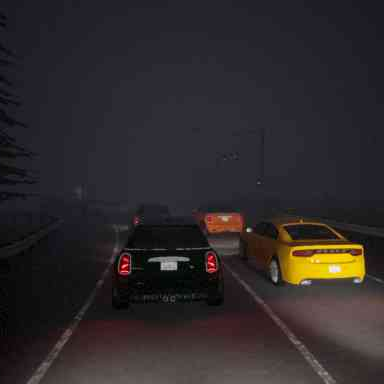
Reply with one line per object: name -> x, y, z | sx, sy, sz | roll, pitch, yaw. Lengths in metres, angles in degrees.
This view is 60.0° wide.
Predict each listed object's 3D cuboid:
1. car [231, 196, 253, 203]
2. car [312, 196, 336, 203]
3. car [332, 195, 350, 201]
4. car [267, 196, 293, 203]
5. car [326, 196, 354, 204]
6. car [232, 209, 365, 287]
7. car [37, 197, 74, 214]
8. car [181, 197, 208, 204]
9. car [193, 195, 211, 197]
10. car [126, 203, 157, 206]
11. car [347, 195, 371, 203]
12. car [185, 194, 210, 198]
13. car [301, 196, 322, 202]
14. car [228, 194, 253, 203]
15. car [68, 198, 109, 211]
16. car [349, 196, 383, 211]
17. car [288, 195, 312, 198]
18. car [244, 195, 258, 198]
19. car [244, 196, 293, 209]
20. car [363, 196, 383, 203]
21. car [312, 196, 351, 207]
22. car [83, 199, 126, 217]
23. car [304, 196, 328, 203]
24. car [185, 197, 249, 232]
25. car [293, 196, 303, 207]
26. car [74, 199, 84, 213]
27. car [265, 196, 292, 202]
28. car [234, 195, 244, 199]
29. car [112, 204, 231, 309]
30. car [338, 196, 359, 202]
car -> 10.562, 1.553, 70.436 | 4.181, 1.385, 1.994 | 0, 0, -19
car -> 27.321, 1.524, 68.797 | 4.674, 1.442, 1.812 | 0, 0, -19
car -> 36.278, 1.552, 80.888 | 4.181, 1.385, 1.994 | 0, 0, -29
car -> 18.350, 1.525, 69.396 | 4.902, 1.511, 2.128 | 0, 0, -19
car -> 29.284, 1.525, 65.787 | 4.902, 1.511, 2.128 | 0, 0, -19
car -> 2.730, 1.478, 9.456 | 1.882, 1.535, 5.008 | 0, 0, -6
car -> -14.193, 1.357, 35.990 | 4.553, 1.767, 2.097 | 0, 0, -19
car -> 0.514, 1.601, 63.404 | 4.718, 1.301, 1.895 | 0, 0, -19
car -> 3.075, 1.601, 56.889 | 4.718, 1.301, 1.895 | 0, 0, -19
car -> -2.111, 1.352, 16.902 | 2.097, 1.767, 4.553 | 0, 0, -12
car -> 36.690, 1.525, 73.008 | 4.902, 1.511, 2.128 | 0, 0, -25
car -> 1.336, 1.505, 59.992 | 4.892, 1.490, 1.837 | 0, 0, -19
car -> 27.459, 1.553, 76.347 | 4.181, 1.385, 1.994 | 0, 0, -21
car -> 9.730, 1.352, 66.501 | 4.553, 1.767, 2.097 | 0, 0, -18
car -> -12.531, 1.531, 40.269 | 4.674, 1.442, 1.812 | 0, 0, -19
car -> 22.224, 1.525, 41.025 | 4.674, 1.442, 1.812 | 0, 0, -19
car -> 20.954, 1.564, 62.950 | 4.181, 1.385, 1.994 | 0, 0, -19
car -> 12.503, 1.491, 60.096 | 4.902, 1.511, 2.128 | 0, 0, -19
car -> 10.186, 1.547, 44.314 | 5.357, 1.411, 2.033 | 0, 0, -19
car -> 38.651, 1.540, 70.075 | 5.357, 1.411, 2.033 | 0, 0, -29
car -> 18.934, 1.547, 43.603 | 5.357, 1.411, 2.033 | 0, 0, -19
car -> -7.385, 1.532, 30.917 | 4.674, 1.442, 1.812 | 0, 0, -19
car -> 27.009, 1.524, 72.402 | 4.674, 1.442, 1.812 | 0, 0, -19
car -> 1.203, 1.352, 18.342 | 2.097, 1.767, 4.553 | 0, 0, -12
car -> 13.485, 1.601, 49.138 | 4.718, 1.301, 1.895 | 0, 0, -19
car -> -9.169, 1.511, 34.007 | 4.892, 1.490, 1.837 | 0, 0, -19
car -> 19.059, 1.540, 73.337 | 5.357, 1.411, 2.033 | 0, 0, -19
car -> 10.786, 1.352, 63.195 | 4.553, 1.767, 2.097 | 0, 0, -19
car -> -0.631, 1.352, 8.095 | 2.097, 1.767, 4.553 | 0, 0, -6
car -> 36.149, 1.595, 76.718 | 4.718, 1.301, 1.895 | 0, 0, -29
